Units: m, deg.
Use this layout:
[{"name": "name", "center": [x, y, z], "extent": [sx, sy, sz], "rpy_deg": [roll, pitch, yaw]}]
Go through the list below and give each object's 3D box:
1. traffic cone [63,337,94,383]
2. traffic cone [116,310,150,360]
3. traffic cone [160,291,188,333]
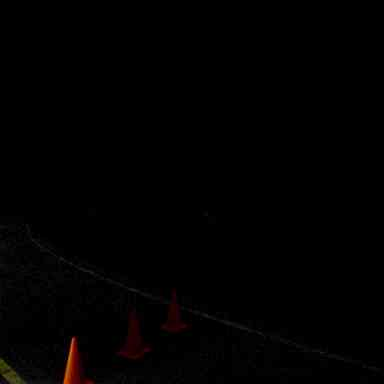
[{"name": "traffic cone", "center": [-1.330, 1.945, 3.775], "extent": [0.340, 0.580, 0.340], "rpy_deg": [1, 1, 31]}, {"name": "traffic cone", "center": [-0.812, 1.938, 4.626], "extent": [0.340, 0.580, 0.340], "rpy_deg": [1, 1, 31]}, {"name": "traffic cone", "center": [-0.293, 1.932, 5.477], "extent": [0.340, 0.580, 0.340], "rpy_deg": [1, 1, 31]}]
